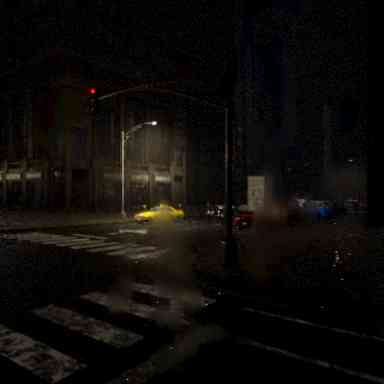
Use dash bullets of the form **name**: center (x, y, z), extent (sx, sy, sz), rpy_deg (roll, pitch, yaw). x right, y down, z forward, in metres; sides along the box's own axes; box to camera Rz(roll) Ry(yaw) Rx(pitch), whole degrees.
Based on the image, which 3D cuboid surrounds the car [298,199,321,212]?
- **car**: center (17.930, 2.018, 50.532), extent (2.097, 1.767, 4.553), rpy_deg (0, -1, 36)

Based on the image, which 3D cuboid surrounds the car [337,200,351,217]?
- **car**: center (16.329, 1.841, 38.394), extent (2.192, 1.841, 5.009), rpy_deg (-1, -1, 36)

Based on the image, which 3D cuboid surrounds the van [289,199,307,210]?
- **van**: center (17.464, 2.046, 54.642), extent (1.690, 1.788, 3.998), rpy_deg (-1, -1, 36)

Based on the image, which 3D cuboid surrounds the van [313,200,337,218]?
- **van**: center (13.358, 1.799, 34.264), extent (1.690, 1.788, 3.998), rpy_deg (-1, -1, 36)

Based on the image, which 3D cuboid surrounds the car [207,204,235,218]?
- **car**: center (3.222, 1.929, 34.790), extent (2.008, 1.369, 4.403), rpy_deg (-1, -1, 36)

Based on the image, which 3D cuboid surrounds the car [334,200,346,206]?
- **car**: center (35.806, 2.692, 80.198), extent (1.802, 1.307, 4.206), rpy_deg (-1, -1, 36)

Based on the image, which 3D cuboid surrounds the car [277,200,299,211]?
- **car**: center (14.615, 2.080, 50.671), extent (1.967, 1.590, 4.097), rpy_deg (-1, -1, 36)

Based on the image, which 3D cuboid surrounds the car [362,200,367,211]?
- **car**: center (27.873, 2.371, 54.521), extent (1.802, 1.307, 4.206), rpy_deg (-1, -1, 36)

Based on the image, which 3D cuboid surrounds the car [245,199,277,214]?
- **car**: center (8.919, 1.825, 42.734), extent (2.192, 1.841, 5.009), rpy_deg (-1, -1, 36)

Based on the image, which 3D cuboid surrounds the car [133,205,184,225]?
- **car**: center (-2.574, 1.769, 26.714), extent (1.752, 1.417, 4.829), rpy_deg (-1, -1, 36)

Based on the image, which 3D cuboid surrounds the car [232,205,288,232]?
- **car**: center (4.447, 1.796, 21.871), extent (1.887, 1.381, 4.507), rpy_deg (-1, -1, 36)

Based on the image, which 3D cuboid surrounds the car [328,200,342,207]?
- **car**: center (32.671, 2.588, 75.831), extent (1.887, 1.381, 4.507), rpy_deg (-1, -1, 36)

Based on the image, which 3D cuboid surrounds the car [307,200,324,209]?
- **car**: center (23.265, 2.276, 62.725), extent (1.967, 1.590, 4.097), rpy_deg (-1, -1, 36)

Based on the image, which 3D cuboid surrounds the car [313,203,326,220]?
- **car**: center (10.388, 1.971, 30.130), extent (1.802, 1.307, 4.206), rpy_deg (-1, -1, 36)

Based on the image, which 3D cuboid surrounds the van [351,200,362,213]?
- **van**: center (22.270, 2.003, 46.653), extent (1.690, 1.788, 3.998), rpy_deg (-1, -1, 36)

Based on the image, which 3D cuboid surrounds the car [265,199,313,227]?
- **car**: center (7.417, 1.635, 26.005), extent (2.192, 1.841, 5.009), rpy_deg (-1, -1, 36)

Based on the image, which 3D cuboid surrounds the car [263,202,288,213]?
- **car**: center (11.768, 2.120, 46.700), extent (1.887, 1.381, 4.507), rpy_deg (-1, -1, 36)
